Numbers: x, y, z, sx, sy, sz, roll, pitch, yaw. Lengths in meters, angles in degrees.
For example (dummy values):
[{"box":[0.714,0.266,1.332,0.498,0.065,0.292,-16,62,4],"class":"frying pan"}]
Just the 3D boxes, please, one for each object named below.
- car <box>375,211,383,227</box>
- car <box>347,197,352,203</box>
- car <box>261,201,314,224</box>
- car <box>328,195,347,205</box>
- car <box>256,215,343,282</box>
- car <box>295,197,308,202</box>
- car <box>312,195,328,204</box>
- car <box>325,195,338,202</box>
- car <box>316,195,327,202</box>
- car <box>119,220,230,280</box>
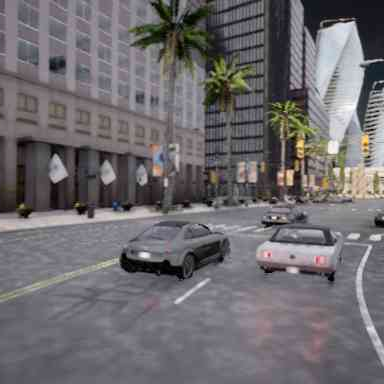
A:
[{"box":[14.381,1.676,22.250,4.181,1.385,1.994,0,0,-21],"class":"car"},{"box":[37.536,1.826,80.502,2.033,1.411,5.357,0,0,32],"class":"car"},{"box":[6.173,1.593,21.841,2.033,1.411,5.357,0,0,32],"class":"car"},{"box":[29.044,1.774,66.516,1.994,1.385,4.181,0,0,31],"class":"car"},{"box":[3.468,1.627,10.063,1.895,1.301,4.718,0,0,27],"class":"car"},{"box":[22.856,1.683,69.212,2.161,1.482,4.786,0,0,31],"class":"car"},{"box":[26.027,1.736,68.289,2.033,1.411,5.357,0,0,31],"class":"car"},{"box":[34.537,1.616,82.304,2.097,1.767,4.553,0,0,32],"class":"car"},{"box":[34.275,1.613,87.937,2.185,1.767,4.553,0,0,31],"class":"car"},{"box":[-0.321,1.559,10.151,1.994,1.385,4.181,0,0,26],"class":"car"}]
